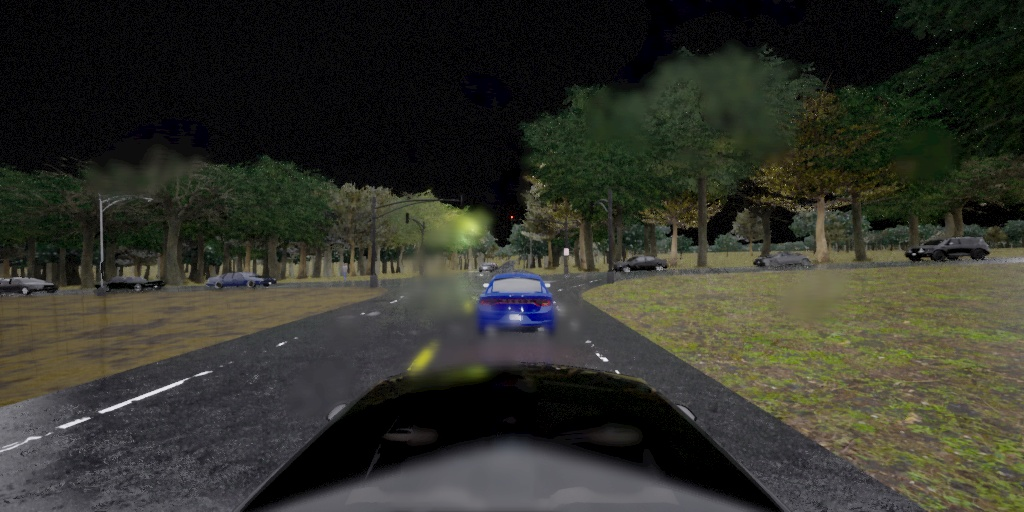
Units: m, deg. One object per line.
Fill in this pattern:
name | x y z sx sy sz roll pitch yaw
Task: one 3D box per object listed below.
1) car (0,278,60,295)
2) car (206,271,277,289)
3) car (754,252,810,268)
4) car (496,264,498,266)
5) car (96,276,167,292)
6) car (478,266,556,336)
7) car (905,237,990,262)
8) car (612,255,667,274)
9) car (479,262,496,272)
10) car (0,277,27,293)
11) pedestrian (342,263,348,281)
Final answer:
car | -43.512 2.673 31.996 4.892 1.490 1.837 -2 -1 3
car | -23.426 2.048 31.078 5.357 1.411 2.033 -2 -1 6
car | 24.492 0.313 32.643 4.181 1.385 1.994 -3 -1 2
car | -3.994 1.846 62.948 2.128 1.511 4.902 0 -1 0
car | -33.348 2.439 31.511 4.718 1.301 1.895 -2 -1 3
car | 0.141 1.233 10.444 1.882 1.535 5.008 0 0 1
car | 38.808 -0.579 32.026 5.566 2.045 2.150 -2 -1 2
car | 11.479 0.736 32.479 5.008 1.535 1.882 -2 -1 -8
car | -3.867 1.679 53.561 2.128 1.511 4.902 0 -1 -1
car | -52.519 2.963 36.106 5.008 1.535 1.882 -2 -1 3
pedestrian | -17.861 1.681 38.404 0.375 1.860 0.375 0 1 3
